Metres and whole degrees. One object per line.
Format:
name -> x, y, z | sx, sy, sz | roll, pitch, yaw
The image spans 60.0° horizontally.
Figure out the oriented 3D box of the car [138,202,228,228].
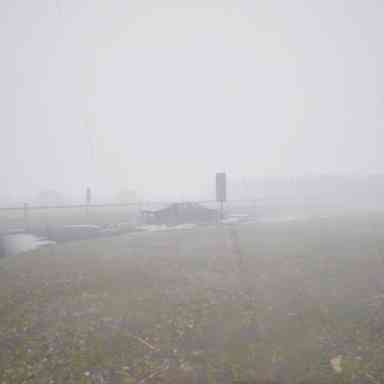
car -> -0.467, 1.265, 19.579 | 5.357, 1.411, 2.033 | -1, 0, -34
